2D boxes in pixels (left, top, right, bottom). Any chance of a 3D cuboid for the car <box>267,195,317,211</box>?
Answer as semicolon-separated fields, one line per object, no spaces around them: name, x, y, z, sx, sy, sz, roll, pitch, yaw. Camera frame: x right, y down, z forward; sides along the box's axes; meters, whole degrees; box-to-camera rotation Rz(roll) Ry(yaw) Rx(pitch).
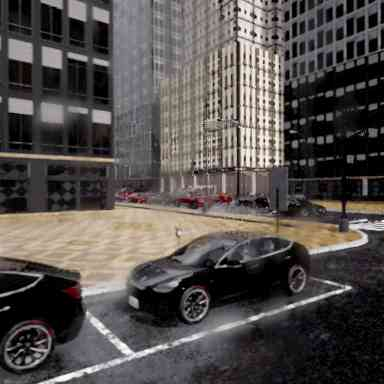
car;10.074;1.033;33.823;1.752;1.417;4.829;1;1;-36

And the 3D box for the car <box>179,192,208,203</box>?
car;0.157;0.762;47.242;1.947;1.339;4.313;1;1;-36

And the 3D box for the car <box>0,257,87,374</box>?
car;-3.516;1.568;4.054;4.313;1.339;1.947;0;0;-36

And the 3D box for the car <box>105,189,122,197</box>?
car;-16.521;0.195;70.066;1.752;1.417;4.829;1;1;-36

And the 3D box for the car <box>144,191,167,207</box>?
car;-3.287;0.922;37.755;1.947;1.339;4.313;1;1;-36

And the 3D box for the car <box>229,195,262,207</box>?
car;6.789;0.973;38.168;1.947;1.339;4.313;1;1;-36

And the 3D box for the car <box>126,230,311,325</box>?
car;0.755;1.550;7.101;4.313;1.339;1.947;0;0;-36

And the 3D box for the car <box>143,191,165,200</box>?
car;-6.474;0.552;56.317;1.947;1.339;4.313;1;1;-36

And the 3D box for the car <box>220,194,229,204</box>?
car;3.473;0.883;42.705;1.802;1.307;4.206;1;1;-36

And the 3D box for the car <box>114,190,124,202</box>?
car;-9.918;0.727;46.827;1.802;1.307;4.206;1;1;-36

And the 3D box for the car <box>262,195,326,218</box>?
car;8.249;1.169;26.505;1.837;1.490;4.892;0;2;-36

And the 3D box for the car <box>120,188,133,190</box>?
car;-13.101;0.092;65.389;2.192;1.841;5.009;1;1;-36

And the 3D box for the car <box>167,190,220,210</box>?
car;0.033;0.776;33.216;2.192;1.841;5.009;1;1;-36

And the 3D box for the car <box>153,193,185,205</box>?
car;-2.951;0.835;41.830;1.994;1.385;4.181;0;1;-36

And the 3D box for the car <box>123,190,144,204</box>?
car;-6.602;0.795;42.290;1.887;1.381;4.507;1;1;-36
